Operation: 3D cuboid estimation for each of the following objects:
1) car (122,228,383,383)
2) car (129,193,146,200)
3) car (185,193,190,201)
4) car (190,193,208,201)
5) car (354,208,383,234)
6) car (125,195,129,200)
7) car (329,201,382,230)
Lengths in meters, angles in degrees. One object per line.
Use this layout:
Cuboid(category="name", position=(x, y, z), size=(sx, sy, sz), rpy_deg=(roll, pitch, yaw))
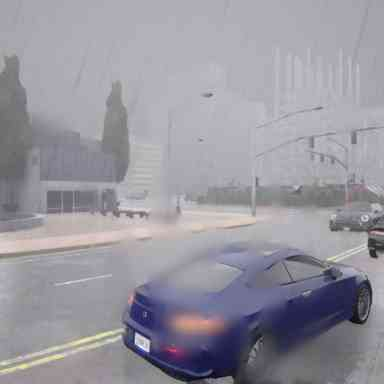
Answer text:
Cuboid(category="car", position=(1.162, 1.526, 5.278), size=(4.674, 1.442, 1.812), rpy_deg=(0, 0, -42))
Cuboid(category="car", position=(-14.188, 1.156, 90.002), size=(1.905, 1.878, 3.866), rpy_deg=(0, 0, 44))
Cuboid(category="car", position=(0.013, 1.156, 76.458), size=(1.905, 1.878, 3.866), rpy_deg=(0, 0, 44))
Cuboid(category="car", position=(2.097, 1.395, 74.448), size=(1.970, 1.475, 3.806), rpy_deg=(0, 0, 44))
Cuboid(category="car", position=(7.747, 1.491, 11.790), size=(2.128, 1.511, 4.902), rpy_deg=(0, 0, 43))
Cuboid(category="car", position=(-16.241, 1.153, 92.043), size=(1.932, 1.855, 4.605), rpy_deg=(0, 0, 44))
Cuboid(category="car", position=(9.601, 1.351, 19.056), size=(2.097, 1.767, 4.553), rpy_deg=(0, 0, 43))
